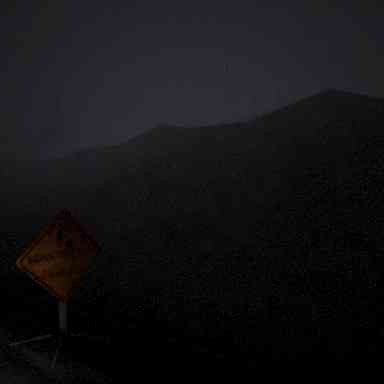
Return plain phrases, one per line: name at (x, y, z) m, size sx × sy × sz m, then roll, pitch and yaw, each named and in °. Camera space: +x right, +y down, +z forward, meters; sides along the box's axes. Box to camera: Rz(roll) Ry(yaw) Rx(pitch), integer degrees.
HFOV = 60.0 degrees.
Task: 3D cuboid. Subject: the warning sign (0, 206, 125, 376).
warning sign at (-1.791, 1.153, 4.595) m, size 1.060 × 1.860 × 1.300 m, roll -1°, pitch 0°, yaw 36°
